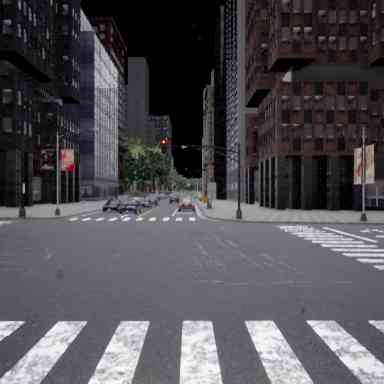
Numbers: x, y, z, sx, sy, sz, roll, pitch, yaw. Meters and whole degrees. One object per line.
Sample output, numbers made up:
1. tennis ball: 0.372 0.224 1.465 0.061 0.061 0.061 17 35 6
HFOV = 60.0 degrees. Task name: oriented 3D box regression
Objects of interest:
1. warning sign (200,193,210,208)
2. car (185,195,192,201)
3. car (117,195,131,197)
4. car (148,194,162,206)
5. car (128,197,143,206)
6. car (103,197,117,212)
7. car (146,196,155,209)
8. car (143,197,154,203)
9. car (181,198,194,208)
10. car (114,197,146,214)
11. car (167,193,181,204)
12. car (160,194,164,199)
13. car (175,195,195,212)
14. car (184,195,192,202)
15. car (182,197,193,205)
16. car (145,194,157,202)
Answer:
1. warning sign: 1.670 1.119 42.619 1.300 1.860 1.060 0 0 0
2. car: -0.943 1.548 87.757 1.967 1.590 4.097 0 0 0
3. car: -9.178 1.322 44.305 2.192 1.841 5.009 0 0 0
4. car: -6.573 1.534 55.507 1.837 1.490 4.892 0 0 0
5. car: -9.248 1.554 54.986 1.752 1.417 4.829 0 0 0
6. car: -9.141 1.562 38.878 1.947 1.339 4.313 0 0 0
7. car: -6.525 1.573 45.314 1.994 1.385 4.181 0 0 -1
8. car: -9.359 1.647 71.434 1.802 1.307 4.206 0 0 0
9. car: -0.688 1.599 49.782 1.802 1.307 4.206 0 0 0
10. car: -6.461 1.537 35.359 2.033 1.411 5.357 0 0 -1
11. car: -3.454 1.556 65.635 1.837 1.490 4.892 0 0 0
12. car: -9.469 1.423 87.712 2.192 1.841 5.009 0 0 0
13. car: -0.616 1.437 38.933 1.967 1.590 4.097 0 0 0
14. car: -0.907 1.533 82.332 1.967 1.590 4.097 0 0 0
15. car: -0.761 1.585 60.632 1.887 1.381 4.507 0 0 0
16. car: -9.396 1.394 76.860 2.192 1.841 5.009 0 0 0
